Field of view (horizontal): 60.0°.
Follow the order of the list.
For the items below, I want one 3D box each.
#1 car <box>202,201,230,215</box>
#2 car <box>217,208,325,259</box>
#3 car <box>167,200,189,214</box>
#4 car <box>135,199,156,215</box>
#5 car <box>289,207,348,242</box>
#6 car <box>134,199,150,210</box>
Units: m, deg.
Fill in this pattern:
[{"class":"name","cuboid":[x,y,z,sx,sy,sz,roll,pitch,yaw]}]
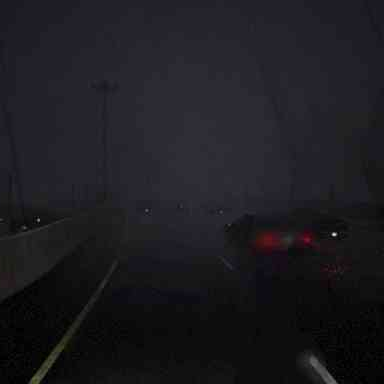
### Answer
[{"class":"car","cuboid":[2.397,1.603,34.000,1.895,1.301,4.718,0,0,-11]},{"class":"car","cuboid":[2.611,1.548,12.660,2.033,1.411,5.357,0,0,-8]},{"class":"car","cuboid":[-1.555,1.551,36.086,2.033,1.411,5.357,0,0,-11]},{"class":"car","cuboid":[-4.801,1.508,34.392,1.837,1.490,4.892,0,0,-11]},{"class":"car","cuboid":[5.552,1.505,16.217,1.837,1.490,4.892,0,0,-8]},{"class":"car","cuboid":[-6.725,1.605,44.626,1.895,1.301,4.718,0,0,-11]}]
